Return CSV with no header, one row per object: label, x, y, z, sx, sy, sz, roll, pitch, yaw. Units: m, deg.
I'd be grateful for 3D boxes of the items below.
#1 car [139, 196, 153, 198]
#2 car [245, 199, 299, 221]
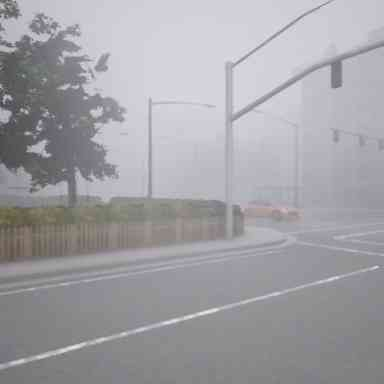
car,-7.701,1.368,54.027,2.097,1.767,4.553,0,0,-34
car,6.455,1.366,27.101,2.097,1.767,4.553,0,0,-35
